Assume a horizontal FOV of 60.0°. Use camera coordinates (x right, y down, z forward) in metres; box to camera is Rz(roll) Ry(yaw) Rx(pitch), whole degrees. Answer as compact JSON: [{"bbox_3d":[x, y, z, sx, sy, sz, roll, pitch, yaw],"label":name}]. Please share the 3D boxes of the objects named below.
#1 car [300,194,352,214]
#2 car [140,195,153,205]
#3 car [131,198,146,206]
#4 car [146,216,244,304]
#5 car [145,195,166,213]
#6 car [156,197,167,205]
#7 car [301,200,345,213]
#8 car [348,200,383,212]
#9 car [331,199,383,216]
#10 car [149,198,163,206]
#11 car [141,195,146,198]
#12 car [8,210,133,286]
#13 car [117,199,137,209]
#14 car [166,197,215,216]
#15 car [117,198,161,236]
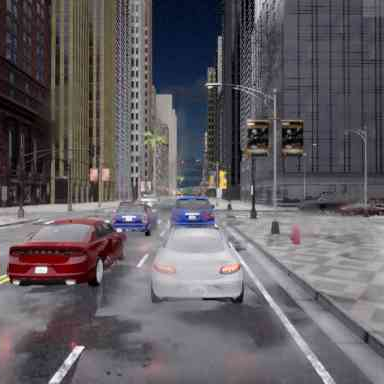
[{"bbox_3d":[14.575,1.282,35.908,5.566,2.045,2.150,0,-1,-1],"label":"car"},{"bbox_3d":[-9.691,1.599,71.401,2.150,2.045,5.566,0,0,0],"label":"car"},{"bbox_3d":[-9.768,1.818,60.827,1.812,1.442,4.674,0,0,1],"label":"car"},{"bbox_3d":[0.105,1.533,8.060,1.812,1.442,4.674,0,0,0],"label":"car"},{"bbox_3d":[-2.394,1.469,35.599,4.553,1.767,2.097,0,-1,-1],"label":"car"},{"bbox_3d":[-6.442,1.891,70.628,1.812,1.442,4.674,0,0,0],"label":"car"},{"bbox_3d":[15.216,1.657,38.674,4.313,1.339,1.947,0,0,-1],"label":"car"},{"bbox_3d":[20.856,1.638,38.757,4.313,1.339,1.947,0,0,-1],"label":"car"},{"bbox_3d":[15.339,1.573,30.150,4.206,1.307,1.802,0,0,-1],"label":"car"},{"bbox_3d":[-6.520,1.796,60.671,1.837,1.490,4.892,0,0,1],"label":"car"},{"bbox_3d":[-6.557,1.445,50.959,2.150,2.045,5.566,0,0,0],"label":"car"},{"bbox_3d":[-3.144,1.487,9.432,1.882,1.535,5.008,0,0,0],"label":"car"},{"bbox_3d":[-9.805,1.771,50.918,2.033,1.411,5.357,0,0,0],"label":"car"},{"bbox_3d":[0.041,1.255,17.762,2.150,2.045,5.566,0,0,1],"label":"car"},{"bbox_3d":[-3.135,1.389,18.659,2.097,1.767,4.553,0,0,0],"label":"car"}]
